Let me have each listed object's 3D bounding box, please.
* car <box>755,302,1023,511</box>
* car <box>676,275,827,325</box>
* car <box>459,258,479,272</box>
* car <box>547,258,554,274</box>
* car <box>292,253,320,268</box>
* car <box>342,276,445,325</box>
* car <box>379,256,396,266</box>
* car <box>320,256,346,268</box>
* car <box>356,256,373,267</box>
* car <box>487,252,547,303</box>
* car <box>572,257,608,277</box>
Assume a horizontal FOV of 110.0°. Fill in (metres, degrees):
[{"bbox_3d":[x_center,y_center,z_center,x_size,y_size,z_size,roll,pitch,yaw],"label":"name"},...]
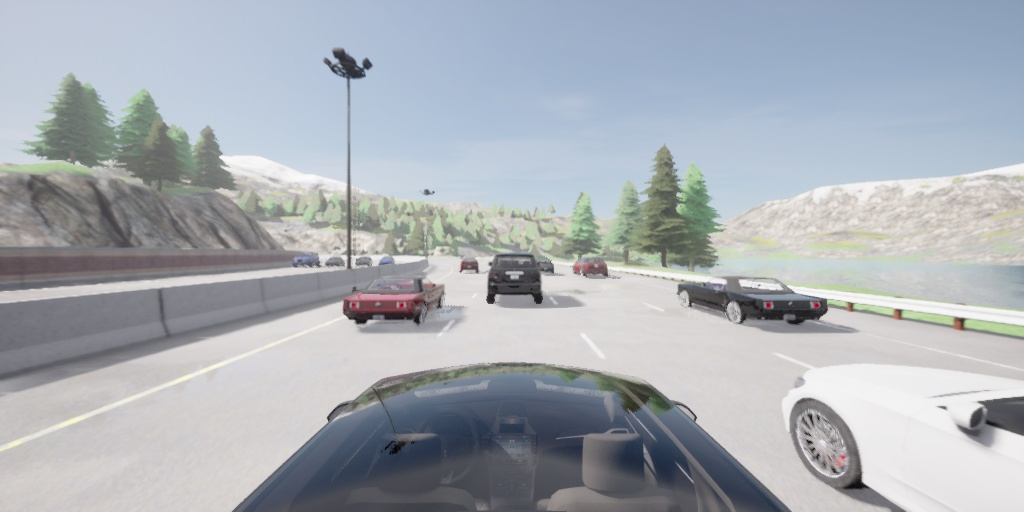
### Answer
[{"bbox_3d":[3.592,1.276,1.586,1.812,1.442,4.674,0,1,0],"label":"car"},{"bbox_3d":[7.100,1.262,11.383,1.895,1.301,4.718,0,1,0],"label":"car"},{"bbox_3d":[-4.572,0.898,38.287,1.882,1.535,5.008,0,1,-7],"label":"car"},{"bbox_3d":[2.818,0.943,34.815,2.128,1.511,4.902,0,1,-6],"label":"car"},{"bbox_3d":[-27.866,0.554,48.795,2.150,2.045,5.566,0,1,-12],"label":"car"},{"bbox_3d":[-3.400,1.264,11.382,1.895,1.301,4.718,0,1,0],"label":"car"},{"bbox_3d":[-17.605,0.787,50.899,1.882,1.535,5.008,0,1,-12],"label":"car"},{"bbox_3d":[-24.537,0.823,49.849,1.837,1.490,4.892,0,1,-12],"label":"car"},{"bbox_3d":[-21.564,0.802,52.612,1.837,1.490,4.892,0,1,-13],"label":"car"},{"bbox_3d":[0.100,0.845,15.913,2.150,2.045,5.566,0,1,0],"label":"car"},{"bbox_3d":[6.615,0.837,30.833,2.097,1.767,4.553,0,0,-4],"label":"car"}]
